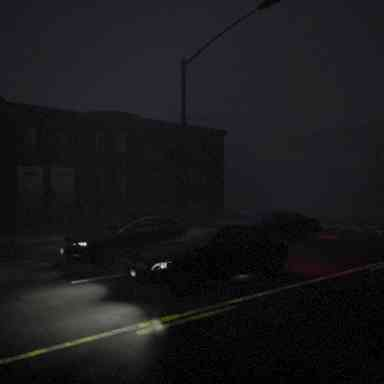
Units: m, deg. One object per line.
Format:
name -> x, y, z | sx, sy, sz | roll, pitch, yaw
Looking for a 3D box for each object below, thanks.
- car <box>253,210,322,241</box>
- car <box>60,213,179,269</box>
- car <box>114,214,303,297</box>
car -> 3.673, 1.528, 15.088 | 5.357, 1.411, 2.033 | 0, 0, -36
car -> -1.837, 1.485, 11.262 | 4.902, 1.511, 2.128 | 0, 0, -35
car -> 0.599, 1.517, 8.692 | 4.674, 1.442, 1.812 | 0, 0, -36
